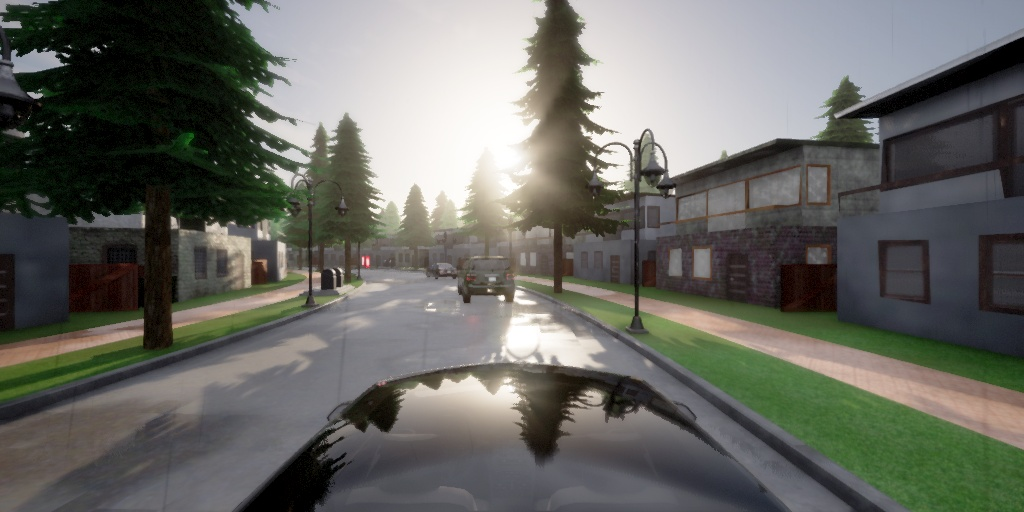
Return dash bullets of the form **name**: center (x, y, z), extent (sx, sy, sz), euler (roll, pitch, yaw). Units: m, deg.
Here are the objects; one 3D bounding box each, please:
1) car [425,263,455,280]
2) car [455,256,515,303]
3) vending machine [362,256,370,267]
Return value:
- **car**: center (-6.178, 1.313, 31.358), extent (2.033, 1.411, 5.357), euler (0, 0, -25)
- **car**: center (-1.322, 1.008, 16.794), extent (2.150, 2.045, 5.566), euler (0, 0, -12)
- **vending machine**: center (-23.984, 0.944, 58.837), extent (0.880, 2.100, 1.100), euler (0, 0, 36)
